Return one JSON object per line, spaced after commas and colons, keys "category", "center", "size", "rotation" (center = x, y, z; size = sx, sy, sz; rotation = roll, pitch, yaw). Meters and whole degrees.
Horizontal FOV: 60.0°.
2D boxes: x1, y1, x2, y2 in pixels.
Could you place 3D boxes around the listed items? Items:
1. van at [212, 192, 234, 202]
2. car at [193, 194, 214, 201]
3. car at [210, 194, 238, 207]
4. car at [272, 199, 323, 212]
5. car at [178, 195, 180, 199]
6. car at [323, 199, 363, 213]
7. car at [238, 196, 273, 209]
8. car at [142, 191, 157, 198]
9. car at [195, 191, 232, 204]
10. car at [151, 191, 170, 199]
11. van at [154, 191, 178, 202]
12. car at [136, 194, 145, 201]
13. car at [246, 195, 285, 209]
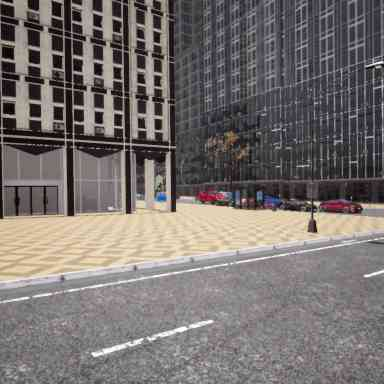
{"category": "van", "center": [5.394, 0.856, 58.957], "size": [1.690, 1.788, 3.998], "rotation": [0, 1, -34]}
{"category": "car", "center": [2.196, 1.044, 63.658], "size": [1.802, 1.307, 4.206], "rotation": [0, 1, -34]}
{"category": "car", "center": [4.818, 1.320, 44.820], "size": [1.947, 1.339, 4.313], "rotation": [0, 1, -34]}
{"category": "car", "center": [11.152, 1.424, 35.379], "size": [1.947, 1.339, 4.313], "rotation": [0, 1, -34]}
{"category": "car", "center": [-4.200, 0.937, 73.055], "size": [1.802, 1.307, 4.206], "rotation": [0, 1, -34]}
{"category": "car", "center": [15.239, 1.408, 34.195], "size": [1.994, 1.385, 4.181], "rotation": [-1, 1, -34]}
{"category": "car", "center": [7.968, 1.388, 40.090], "size": [1.802, 1.307, 4.206], "rotation": [0, 1, -34]}
{"category": "car", "center": [-10.597, 0.687, 82.449], "size": [1.967, 1.590, 4.097], "rotation": [0, 1, -34]}
{"category": "car", "center": [3.364, 0.874, 51.652], "size": [2.150, 2.045, 5.566], "rotation": [-1, 1, -34]}
{"category": "car", "center": [-7.399, 0.616, 77.750], "size": [2.192, 1.841, 5.009], "rotation": [0, 1, -34]}
{"category": "van", "center": [-4.731, 0.938, 58.941], "size": [1.690, 1.788, 3.998], "rotation": [0, 1, -34]}
{"category": "car", "center": [-11.128, 1.040, 68.340], "size": [2.008, 1.369, 4.403], "rotation": [0, 1, -34]}
{"category": "car", "center": [9.350, 1.227, 42.848], "size": [1.882, 1.535, 5.008], "rotation": [-1, 1, -34]}
